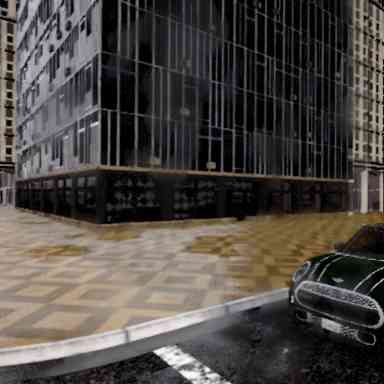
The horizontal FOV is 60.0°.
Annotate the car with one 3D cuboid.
[{"bbox_3d":[3.888,1.381,6.165,4.553,1.767,2.097,0,0,-35],"label":"car"}]
